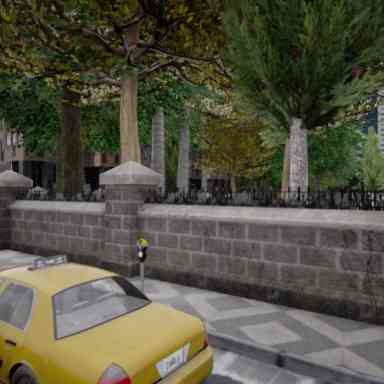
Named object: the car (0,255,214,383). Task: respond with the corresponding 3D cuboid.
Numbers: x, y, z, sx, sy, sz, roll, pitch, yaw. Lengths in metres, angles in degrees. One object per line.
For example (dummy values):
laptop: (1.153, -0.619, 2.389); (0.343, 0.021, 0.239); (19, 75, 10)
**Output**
car: (-2.052, 1.525, 4.419); (4.829, 1.417, 1.752); (0, 0, 35)
